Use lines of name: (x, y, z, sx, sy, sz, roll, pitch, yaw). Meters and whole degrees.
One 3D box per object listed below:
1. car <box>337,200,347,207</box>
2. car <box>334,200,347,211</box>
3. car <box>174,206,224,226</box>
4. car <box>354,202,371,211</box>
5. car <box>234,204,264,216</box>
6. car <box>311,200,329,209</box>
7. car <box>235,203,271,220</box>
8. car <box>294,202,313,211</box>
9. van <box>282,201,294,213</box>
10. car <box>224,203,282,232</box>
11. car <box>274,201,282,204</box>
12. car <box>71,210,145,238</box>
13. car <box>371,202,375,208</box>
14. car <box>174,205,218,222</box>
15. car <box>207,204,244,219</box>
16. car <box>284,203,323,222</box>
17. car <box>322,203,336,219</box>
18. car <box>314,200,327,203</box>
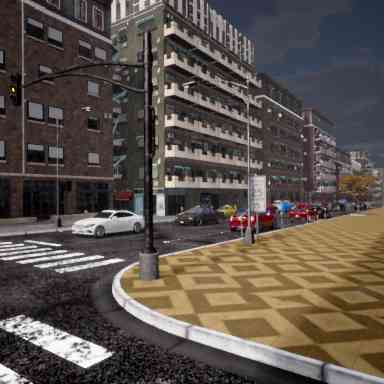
car: (39.273, 2.882, 87.103, 1.690, 1.788, 3.998, -2, -2, 35)
car: (24.894, 2.463, 56.340, 1.837, 1.490, 4.892, -1, -1, 35)
car: (0.787, 1.950, 27.395, 2.033, 1.411, 5.357, -1, -1, 35)
car: (30.022, 2.583, 59.241, 1.947, 1.339, 4.313, -2, -2, 35)
car: (7.034, 2.222, 40.835, 1.947, 1.339, 4.313, -2, -2, 35)
car: (26.434, 2.501, 68.636, 2.192, 1.841, 5.009, -2, -2, 35)
car: (6.574, 2.038, 35.672, 1.882, 1.535, 5.008, -1, -1, 35)
car: (19.969, 2.554, 59.365, 1.887, 1.381, 4.507, -2, -2, 35)
van: (13.499, 2.174, 50.106, 1.690, 1.788, 3.998, -2, -2, 35)
car: (4.150, 1.751, 22.187, 1.967, 1.590, 4.097, -2, -2, 35)
car: (10.267, 2.289, 45.468, 1.887, 1.381, 4.507, -2, -2, 35)
car: (-4.739, 1.778, 19.467, 1.812, 1.442, 4.674, -1, -1, 34)
car: (36.490, 2.745, 68.506, 2.008, 1.369, 4.403, -2, -2, 35)
car: (0.469, 2.002, 31.432, 1.752, 1.417, 4.829, -2, -2, 35)
car: (3.703, 2.090, 36.064, 1.752, 1.417, 4.829, -2, -2, 35)
car: (10.619, 2.032, 31.449, 1.887, 1.381, 4.507, -2, -2, 35)
car: (13.854, 2.141, 36.080, 1.947, 1.339, 4.313, -2, -2, 35)
car: (16.868, 2.229, 44.848, 2.128, 1.511, 4.902, -1, -1, 35)
